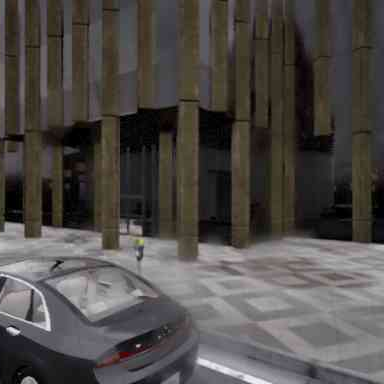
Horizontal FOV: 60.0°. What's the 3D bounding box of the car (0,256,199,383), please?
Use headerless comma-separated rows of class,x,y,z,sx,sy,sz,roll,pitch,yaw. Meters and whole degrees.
car,-1.979,1.544,4.371,4.403,1.369,2.008,0,0,35
